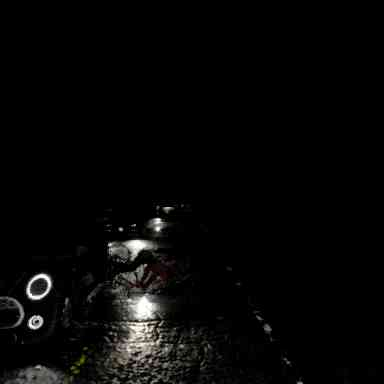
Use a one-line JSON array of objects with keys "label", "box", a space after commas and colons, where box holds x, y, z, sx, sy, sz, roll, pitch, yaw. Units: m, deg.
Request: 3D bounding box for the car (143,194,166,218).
[{"label": "car", "box": [-3.782, 1.363, 30.659, 2.097, 1.767, 4.553, 0, 0, -1]}]

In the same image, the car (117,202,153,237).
[{"label": "car", "box": [-3.400, 1.511, 17.989, 1.837, 1.490, 4.892, 0, 0, -2]}]

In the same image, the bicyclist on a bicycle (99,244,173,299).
[{"label": "bicyclist on a bicycle", "box": [-1.247, 1.776, 7.354, 1.620, 1.656, 0.582, -11, -41, 1]}]

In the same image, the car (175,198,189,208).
[{"label": "car", "box": [-1.465, 1.623, 49.309, 1.895, 1.301, 4.718, 0, 0, -2]}]

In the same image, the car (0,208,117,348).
[{"label": "car", "box": [-3.042, 1.354, 6.594, 2.097, 1.767, 4.553, 0, 0, -2]}]

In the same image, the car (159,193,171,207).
[{"label": "car", "box": [-4.472, 1.246, 51.330, 2.150, 2.045, 5.566, 0, 0, -2]}]

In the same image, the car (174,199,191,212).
[{"label": "car", "box": [-1.130, 1.563, 38.839, 2.033, 1.411, 5.357, 0, 0, -2]}]
